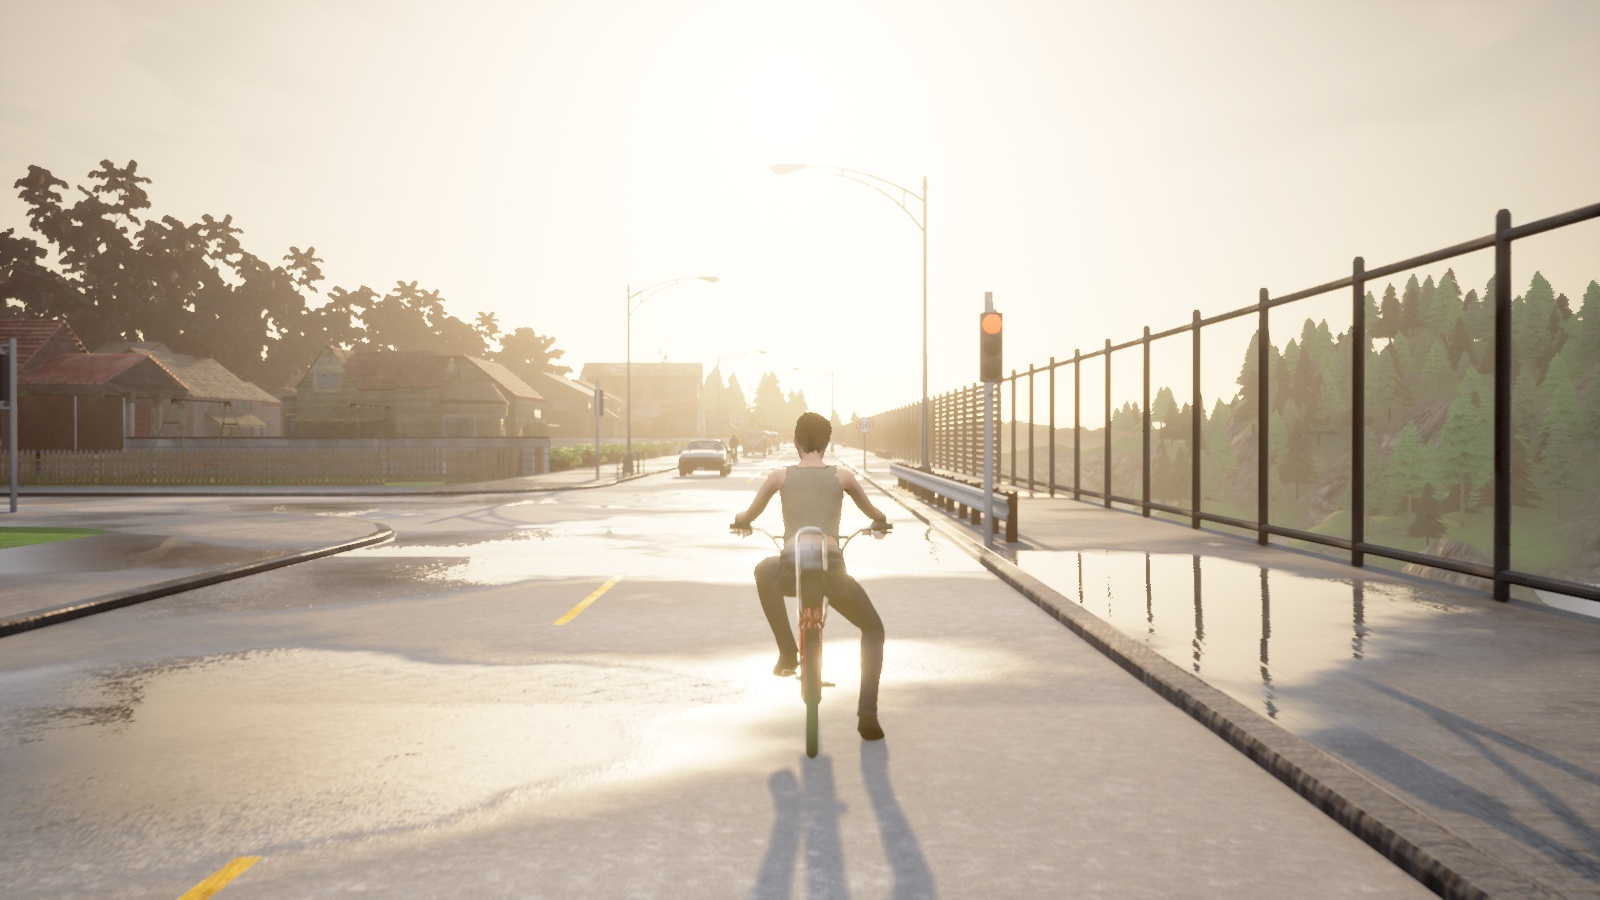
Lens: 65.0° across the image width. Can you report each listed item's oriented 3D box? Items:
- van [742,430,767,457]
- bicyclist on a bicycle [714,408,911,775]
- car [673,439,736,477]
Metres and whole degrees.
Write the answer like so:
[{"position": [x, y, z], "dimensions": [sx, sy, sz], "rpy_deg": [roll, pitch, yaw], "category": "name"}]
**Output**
[{"position": [-3.445, -0.520, 95.678], "dimensions": [1.775, 1.987, 4.442], "rpy_deg": [0, 1, 0], "category": "van"}, {"position": [0.057, 0.616, 6.268], "dimensions": [0.866, 1.612, 1.509], "rpy_deg": [0, 1, 0], "category": "bicyclist on a bicycle"}, {"position": [-3.700, 0.264, 49.568], "dimensions": [2.033, 1.411, 5.357], "rpy_deg": [0, 1, 0], "category": "car"}]
